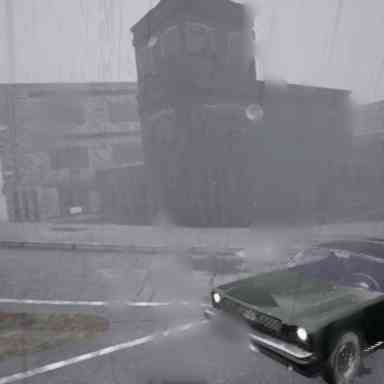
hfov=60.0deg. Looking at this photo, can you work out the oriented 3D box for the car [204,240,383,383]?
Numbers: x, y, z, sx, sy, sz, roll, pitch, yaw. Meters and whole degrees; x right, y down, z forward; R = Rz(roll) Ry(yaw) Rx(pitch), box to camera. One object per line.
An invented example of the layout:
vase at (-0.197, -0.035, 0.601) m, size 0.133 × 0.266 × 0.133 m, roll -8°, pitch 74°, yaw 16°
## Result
car at (2.525, 1.567, 5.445) m, size 4.718 × 1.301 × 1.895 m, roll -2°, pitch 2°, yaw -35°
